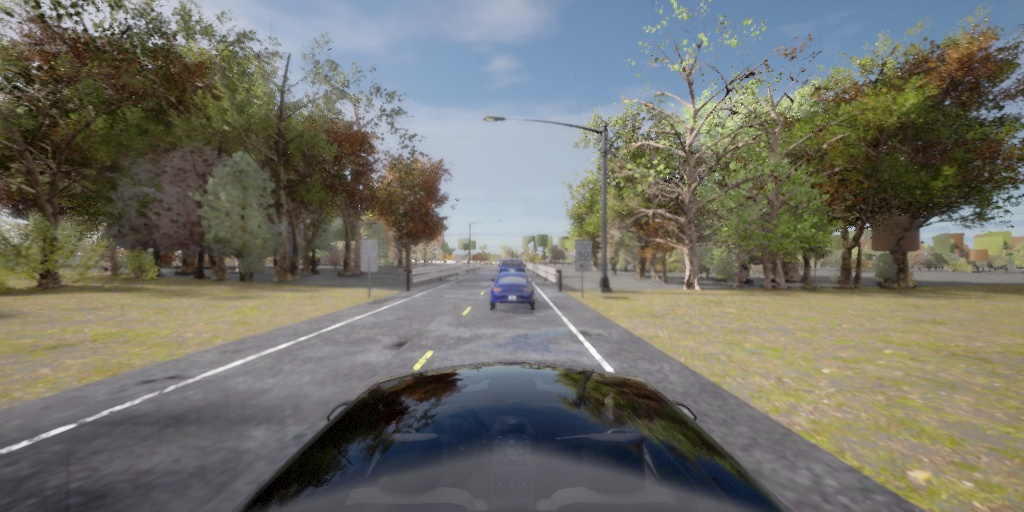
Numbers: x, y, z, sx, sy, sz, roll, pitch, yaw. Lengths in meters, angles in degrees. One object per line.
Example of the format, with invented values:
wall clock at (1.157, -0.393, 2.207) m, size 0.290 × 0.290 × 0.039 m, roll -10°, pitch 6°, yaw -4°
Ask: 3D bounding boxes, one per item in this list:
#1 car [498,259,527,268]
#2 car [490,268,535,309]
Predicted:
car at (0.024, 1.261, 29.434) m, size 2.150 × 2.045 × 5.566 m, roll 0°, pitch 0°, yaw 0°
car at (0.034, 1.420, 15.733) m, size 1.812 × 1.442 × 4.674 m, roll 0°, pitch 0°, yaw 1°
